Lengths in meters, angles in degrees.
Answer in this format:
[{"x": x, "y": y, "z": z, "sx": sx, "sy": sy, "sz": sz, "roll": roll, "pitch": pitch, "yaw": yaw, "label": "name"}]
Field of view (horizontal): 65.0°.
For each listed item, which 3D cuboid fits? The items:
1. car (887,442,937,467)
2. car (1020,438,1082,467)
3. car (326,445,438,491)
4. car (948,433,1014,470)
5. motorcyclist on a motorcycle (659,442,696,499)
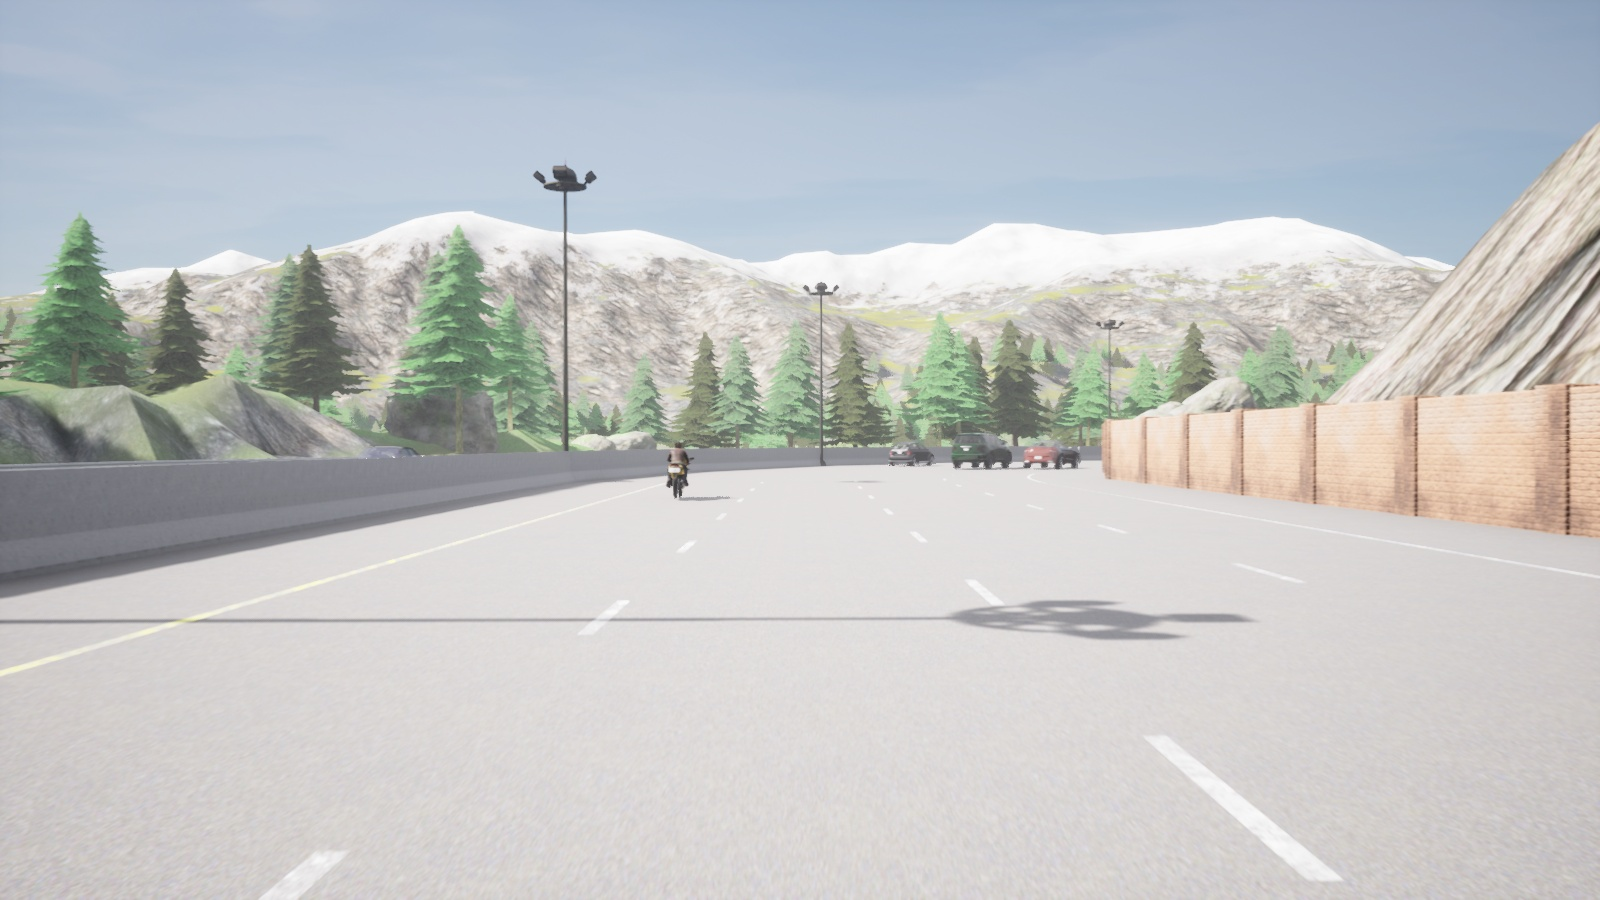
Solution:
[{"x": 7.232, "y": 0.275, "z": 80.836, "sx": 1.789, "sy": 1.549, "sz": 3.705, "roll": 0, "pitch": 0, "yaw": 31, "label": "car"}, {"x": 14.563, "y": 0.127, "z": 72.623, "sx": 2.152, "sy": 1.651, "sz": 5.027, "roll": 0, "pitch": 0, "yaw": 28, "label": "car"}, {"x": -13.817, "y": 0.547, "z": 41.886, "sx": 2.033, "sy": 1.411, "sz": 5.357, "roll": 0, "pitch": 0, "yaw": -1, "label": "car"}, {"x": 10.501, "y": 0.065, "z": 72.474, "sx": 2.150, "sy": 2.045, "sz": 5.566, "roll": 0, "pitch": 0, "yaw": 27, "label": "car"}, {"x": -3.297, "y": 0.534, "z": 34.033, "sx": 0.797, "sy": 1.523, "sz": 2.044, "roll": 0, "pitch": 0, "yaw": 0, "label": "motorcyclist on a motorcycle"}]
